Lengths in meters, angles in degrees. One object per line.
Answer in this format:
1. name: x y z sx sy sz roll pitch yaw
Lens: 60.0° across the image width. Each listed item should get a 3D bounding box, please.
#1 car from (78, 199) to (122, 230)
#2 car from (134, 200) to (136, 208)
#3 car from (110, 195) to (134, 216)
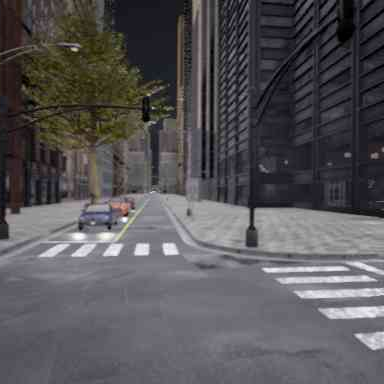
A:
1. car: -5.621 1.414 20.339 1.812 1.442 4.674 0 0 -6
2. car: -7.818 1.326 40.257 1.837 1.490 4.892 0 0 -6
3. car: -6.686 1.203 29.965 2.097 1.767 4.553 0 0 -6
